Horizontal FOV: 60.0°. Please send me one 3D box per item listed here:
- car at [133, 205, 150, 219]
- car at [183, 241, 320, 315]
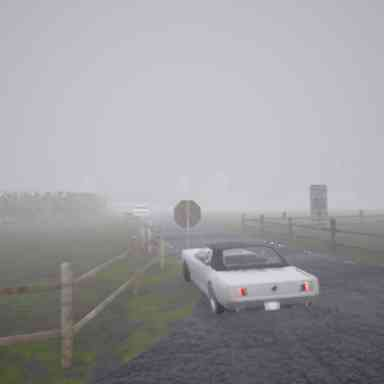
[{"bbox_3d":[-7.615,2.977,49.864,2.150,2.045,5.566,0,-2,-14],"label":"car"},{"bbox_3d":[1.019,1.870,8.258,1.895,1.301,4.718,-1,-2,-12],"label":"car"}]
